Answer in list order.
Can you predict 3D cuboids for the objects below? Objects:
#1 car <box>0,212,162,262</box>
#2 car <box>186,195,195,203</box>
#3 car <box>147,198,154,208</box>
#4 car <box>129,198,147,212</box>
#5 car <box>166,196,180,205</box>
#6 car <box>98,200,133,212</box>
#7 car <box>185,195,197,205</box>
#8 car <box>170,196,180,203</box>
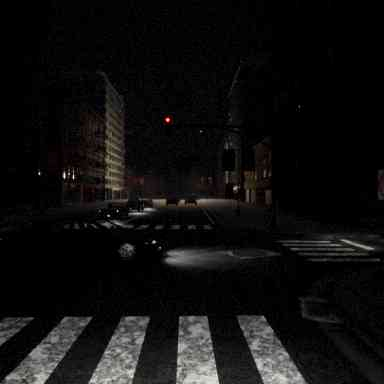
[{"bbox_3d":[-3.778,1.549,11.522,5.357,1.411,2.033,0,0,-1],"label":"car"},{"bbox_3d":[-0.273,1.464,68.332,1.882,1.535,5.008,0,0,0],"label":"car"},{"bbox_3d":[-6.787,1.594,48.778,1.895,1.301,4.718,0,0,0],"label":"car"},{"bbox_3d":[-6.751,1.522,38.740,1.812,1.442,4.674,0,0,0],"label":"car"},{"bbox_3d":[-3.377,1.468,57.040,1.882,1.535,5.008,0,0,0],"label":"car"},{"bbox_3d":[-6.715,1.600,28.951,1.895,1.301,4.718,0,0,0],"label":"car"},{"bbox_3d":[-0.233,1.342,58.300,2.097,1.767,4.553,0,0,0],"label":"car"},{"bbox_3d":[-3.445,1.587,69.884,1.895,1.301,4.718,0,0,0],"label":"car"}]
